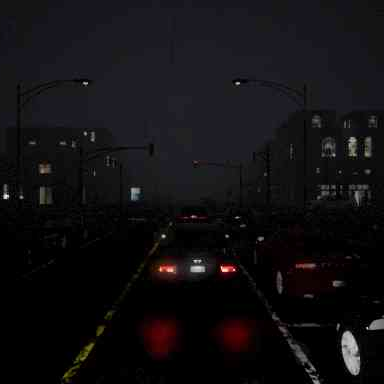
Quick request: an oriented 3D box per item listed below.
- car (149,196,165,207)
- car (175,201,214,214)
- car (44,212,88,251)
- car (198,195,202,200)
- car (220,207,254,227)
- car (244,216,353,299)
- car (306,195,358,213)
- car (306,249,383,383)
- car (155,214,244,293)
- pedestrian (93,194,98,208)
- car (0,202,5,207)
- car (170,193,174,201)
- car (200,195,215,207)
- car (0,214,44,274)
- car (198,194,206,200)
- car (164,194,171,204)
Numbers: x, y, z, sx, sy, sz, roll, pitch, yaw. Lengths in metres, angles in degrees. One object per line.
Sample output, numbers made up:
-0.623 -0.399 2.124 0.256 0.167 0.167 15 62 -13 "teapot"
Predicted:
-5.708 1.588 52.103 1.802 1.307 4.206 0 0 0 "car"
0.092 1.507 19.499 1.837 1.490 4.892 0 0 0 "car"
-5.692 1.552 14.025 2.008 1.369 4.403 0 0 0 "car"
2.667 1.590 63.136 1.802 1.307 4.206 0 0 0 "car"
2.687 1.553 19.704 2.008 1.369 4.403 0 0 0 "car"
2.691 1.546 8.320 1.887 1.381 4.507 0 0 0 "car"
15.596 1.315 37.278 5.566 2.045 2.150 0 0 1 "car"
2.694 1.551 2.628 2.008 1.369 4.403 0 0 0 "car"
0.097 1.548 8.978 2.033 1.411 5.357 0 0 0 "car"
-12.570 1.135 43.234 0.375 1.860 0.375 0 -1 1 "pedestrian"
-25.468 1.447 40.483 4.829 1.417 1.752 0 -1 1 "car"
-5.717 1.451 74.191 1.967 1.590 4.097 0 0 0 "car"
2.672 1.572 52.094 1.947 1.339 4.313 0 0 0 "car"
-5.688 1.441 8.333 1.967 1.590 4.097 0 0 0 "car"
2.656 1.458 90.747 1.967 1.590 4.097 0 0 0 "car"
-5.713 1.559 63.147 2.008 1.369 4.403 0 0 0 "car"
